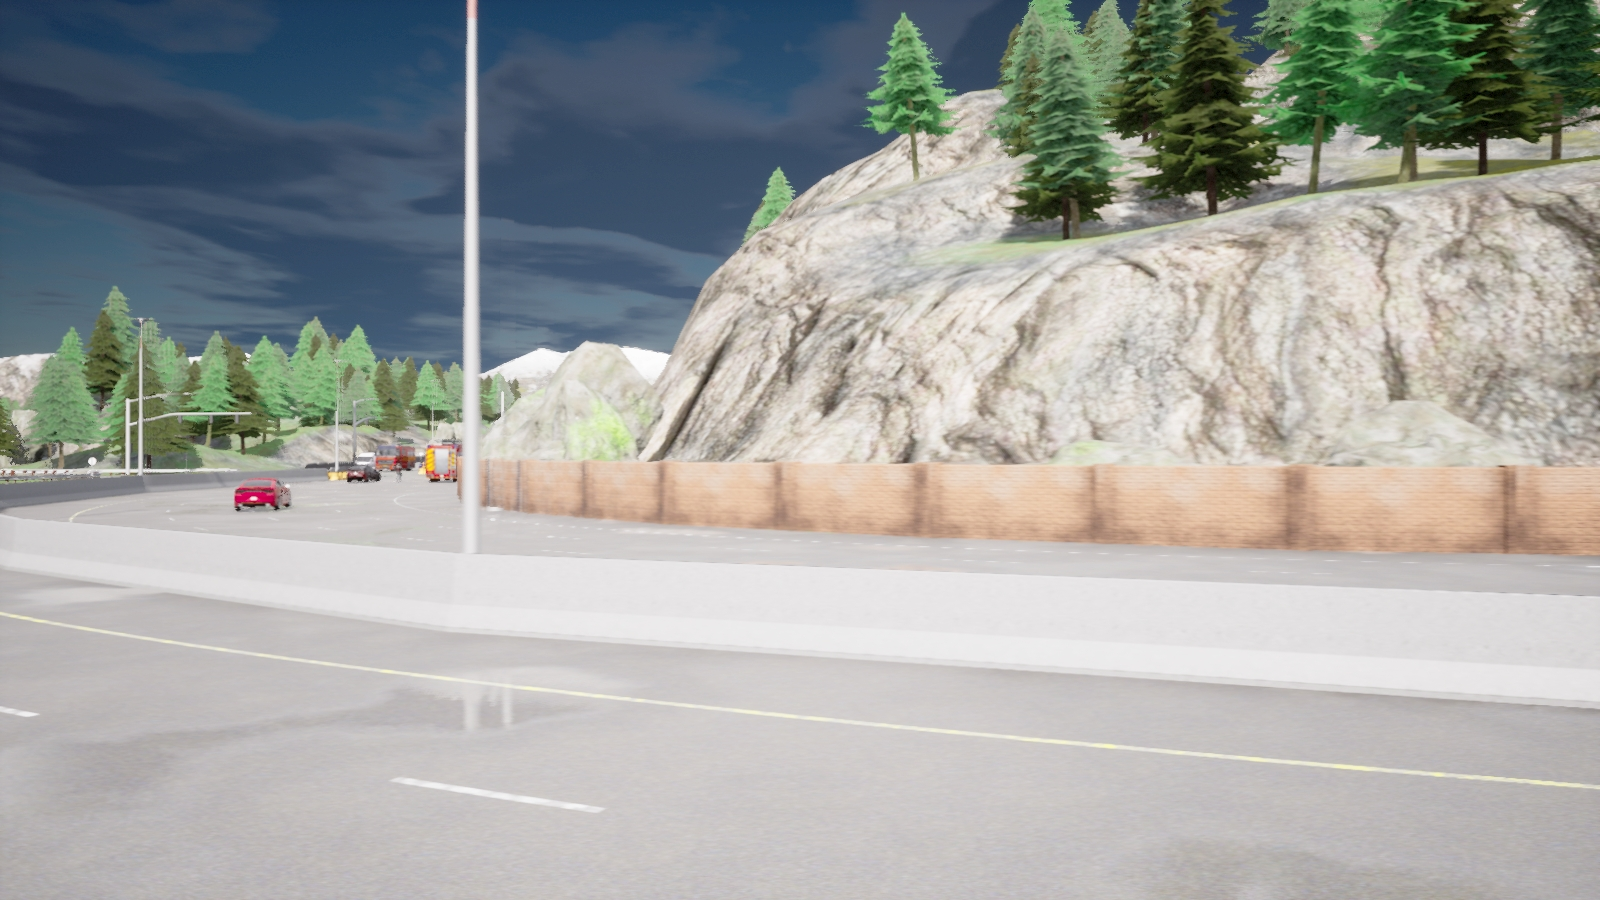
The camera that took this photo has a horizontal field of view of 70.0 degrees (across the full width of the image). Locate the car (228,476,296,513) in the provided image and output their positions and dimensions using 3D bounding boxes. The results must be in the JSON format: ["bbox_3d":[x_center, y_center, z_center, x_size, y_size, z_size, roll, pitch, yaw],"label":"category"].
[{"bbox_3d":[-25.769,2.089,54.933,2.097,1.535,5.006,0,0,-15],"label":"car"}]
